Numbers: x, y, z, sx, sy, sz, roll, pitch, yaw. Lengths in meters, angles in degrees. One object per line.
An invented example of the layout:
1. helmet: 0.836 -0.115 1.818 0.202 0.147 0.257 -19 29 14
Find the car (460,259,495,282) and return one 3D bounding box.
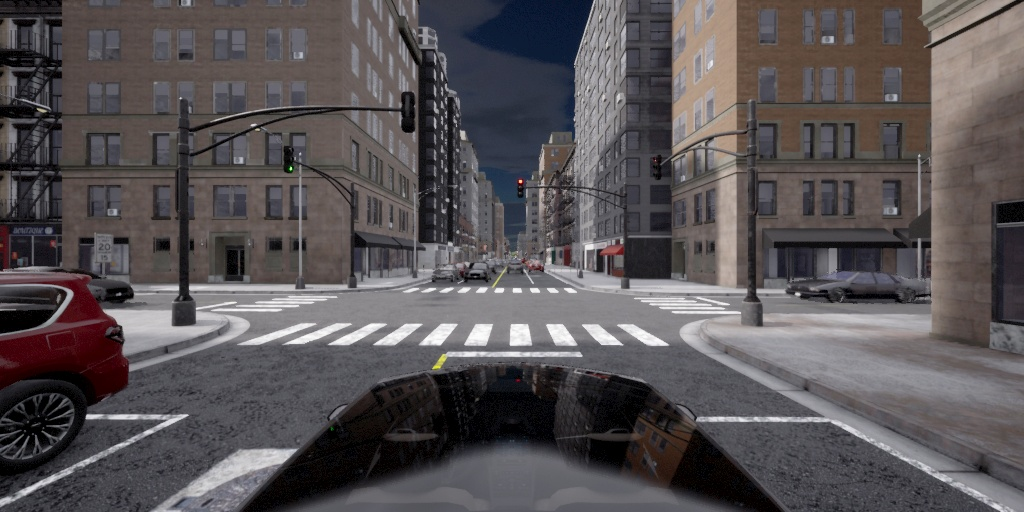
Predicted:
1. car: -2.662 1.253 28.502 1.837 1.490 4.892 0 0 0

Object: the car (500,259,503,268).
1. car: -2.368 1.229 59.818 2.128 1.511 4.902 0 0 1

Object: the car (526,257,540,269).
1. car: 3.390 1.090 58.423 2.097 1.767 4.553 0 0 0

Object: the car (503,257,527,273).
1. car: 0.391 1.236 43.117 2.128 1.511 4.902 0 0 0

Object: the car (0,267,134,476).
1. car: -5.389 1.065 2.011 2.192 1.841 5.009 0 0 0

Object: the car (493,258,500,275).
1. car: -2.584 1.251 39.613 1.837 1.490 4.892 0 0 0

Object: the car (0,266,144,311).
1. car: -17.430 1.184 13.694 4.892 1.490 1.837 1 0 0

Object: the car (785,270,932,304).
1. car: 15.798 1.373 16.454 5.357 1.411 2.033 0 0 0

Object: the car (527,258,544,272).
1. car: 2.942 1.184 44.771 1.967 1.591 4.097 0 0 0

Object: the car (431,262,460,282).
1. car: -5.199 1.299 28.473 2.007 1.370 4.403 0 0 0
